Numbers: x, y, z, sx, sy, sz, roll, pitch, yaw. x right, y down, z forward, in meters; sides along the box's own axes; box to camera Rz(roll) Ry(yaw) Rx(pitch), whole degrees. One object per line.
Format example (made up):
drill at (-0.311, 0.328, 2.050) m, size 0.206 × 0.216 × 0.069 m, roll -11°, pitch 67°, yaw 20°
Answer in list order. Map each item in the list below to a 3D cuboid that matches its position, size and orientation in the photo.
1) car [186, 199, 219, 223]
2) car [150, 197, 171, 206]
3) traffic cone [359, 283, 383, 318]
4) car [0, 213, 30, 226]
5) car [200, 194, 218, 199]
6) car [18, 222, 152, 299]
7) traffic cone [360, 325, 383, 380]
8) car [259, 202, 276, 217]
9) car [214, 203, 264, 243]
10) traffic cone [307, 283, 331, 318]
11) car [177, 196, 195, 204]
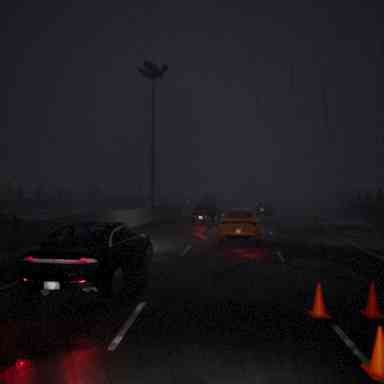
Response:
car at (1.296, 1.584, 26.220) m, size 1.837 × 1.490 × 4.892 m, roll 0°, pitch 0°, yaw 16°
car at (-4.941, 1.630, 52.599) m, size 1.837 × 1.490 × 4.892 m, roll 0°, pitch 0°, yaw 19°
traffic cone at (3.360, 1.989, 6.194) m, size 0.340 × 0.580 × 0.340 m, roll 0°, pitch 0°, yaw 0°
car at (-8.871, 1.600, 14.185) m, size 1.895 × 1.301 × 4.718 m, roll 0°, pitch 0°, yaw 9°
car at (2.715, 1.383, 53.384) m, size 2.150 × 2.045 × 5.566 m, roll 0°, pitch 0°, yaw 19°
car at (-2.333, 1.505, 8.514) m, size 2.128 × 1.511 × 4.902 m, roll 0°, pitch 0°, yaw 6°
traffic cone at (2.369, 1.978, 4.190) m, size 0.340 × 0.580 × 0.340 m, roll 0°, pitch 0°, yaw 0°
car at (7.358, 1.692, 33.668) m, size 1.994 × 1.385 × 4.181 m, roll 0°, pitch 0°, yaw 18°
car at (2.436, 1.535, 16.602) m, size 1.882 × 1.535 × 5.008 m, roll 0°, pitch 0°, yaw 11°
traffic cone at (2.360, 1.984, 6.190) m, size 0.340 × 0.580 × 0.340 m, roll 0°, pitch 0°, yaw 0°
car at (-0.807, 1.501, 53.882) m, size 2.097 × 1.767 × 4.553 m, roll 0°, pitch 0°, yaw 19°
